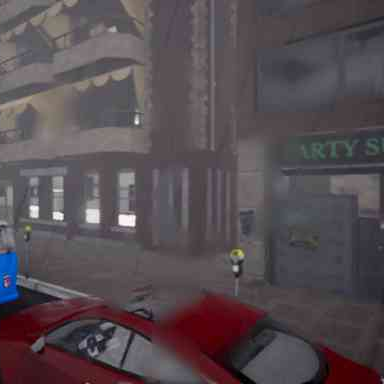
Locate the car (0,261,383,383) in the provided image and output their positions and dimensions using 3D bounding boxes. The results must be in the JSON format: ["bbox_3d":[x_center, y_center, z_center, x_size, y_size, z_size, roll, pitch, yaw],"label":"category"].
[{"bbox_3d":[-0.454,1.580,3.198,4.206,1.307,1.802,0,0,36],"label":"car"}]

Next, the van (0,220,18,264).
[{"bbox_3d":[-5.051,1.335,6.479,3.998,1.788,1.690,0,0,36],"label":"van"}]
